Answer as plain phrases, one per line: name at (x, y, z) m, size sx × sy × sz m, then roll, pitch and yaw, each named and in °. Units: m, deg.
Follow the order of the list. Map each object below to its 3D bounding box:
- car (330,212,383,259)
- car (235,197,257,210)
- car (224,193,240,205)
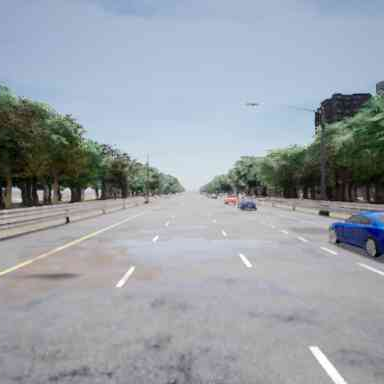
car at (7.002, 1.498, 12.721) m, size 1.882 × 1.535 × 5.008 m, roll 0°, pitch 0°, yaw 0°
car at (7.006, 1.549, 42.525) m, size 1.812 × 1.442 × 4.674 m, roll 0°, pitch 0°, yaw 0°
car at (7.029, 1.390, 60.972) m, size 2.097 × 1.767 × 4.553 m, roll 0°, pitch 0°, yaw 0°
